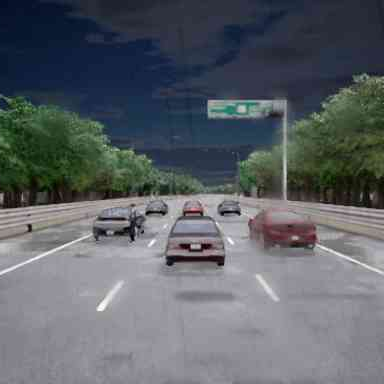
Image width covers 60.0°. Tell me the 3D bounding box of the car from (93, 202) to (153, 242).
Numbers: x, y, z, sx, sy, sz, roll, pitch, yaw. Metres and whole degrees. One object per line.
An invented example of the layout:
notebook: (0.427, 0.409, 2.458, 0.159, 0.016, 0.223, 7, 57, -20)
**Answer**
car: (-3.397, 1.468, 16.248, 2.128, 1.511, 4.902, 0, 0, 0)

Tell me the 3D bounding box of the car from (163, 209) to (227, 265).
car: (0.103, 1.530, 11.559, 2.033, 1.411, 5.357, 0, 0, 0)

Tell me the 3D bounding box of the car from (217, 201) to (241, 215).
car: (3.606, 1.531, 32.932, 1.994, 1.385, 4.181, 0, 0, 0)

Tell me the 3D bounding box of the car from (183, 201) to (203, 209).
car: (0.106, 1.531, 32.857, 1.994, 1.385, 4.181, 0, 0, 0)

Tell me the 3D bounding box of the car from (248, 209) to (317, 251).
car: (3.602, 1.457, 14.091, 1.882, 1.535, 5.008, 0, 0, 0)

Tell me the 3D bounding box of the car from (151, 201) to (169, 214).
car: (-3.395, 1.531, 32.776, 1.994, 1.385, 4.181, 0, 0, 0)
